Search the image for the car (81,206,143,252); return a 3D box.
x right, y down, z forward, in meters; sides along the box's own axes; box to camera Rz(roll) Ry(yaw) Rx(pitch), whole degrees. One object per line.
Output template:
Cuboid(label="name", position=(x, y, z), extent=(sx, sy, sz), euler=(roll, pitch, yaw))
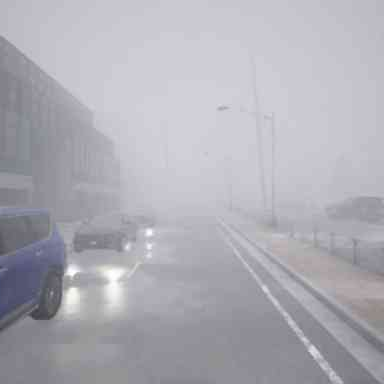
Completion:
Cuboid(label="car", position=(-3.599, 1.607, 14.664), extent=(1.882, 1.535, 5.008), euler=(0, 0, 0))

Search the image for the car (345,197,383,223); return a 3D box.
Cuboid(label="car", position=(14.158, 1.313, 25.126), extent=(3.866, 1.878, 1.905), euler=(0, -1, 0))

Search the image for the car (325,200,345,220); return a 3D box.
Cuboid(label="car", position=(13.745, 1.359, 28.031), extent=(4.605, 1.855, 1.932), euler=(0, -1, 0))

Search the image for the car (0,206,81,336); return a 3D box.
Cuboid(label="car", position=(-3.600, 1.262, 4.583), extent=(2.150, 2.045, 5.566), euler=(0, -1, 0))

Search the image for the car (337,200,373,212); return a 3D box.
Cuboid(label="car", position=(21.298, 1.783, 43.634), extent=(3.806, 1.475, 1.970), euler=(0, -1, 0))

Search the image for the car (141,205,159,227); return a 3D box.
Cuboid(label="car", position=(-3.582, 1.746, 24.986), extent=(1.812, 1.442, 4.674), euler=(0, -1, 0))

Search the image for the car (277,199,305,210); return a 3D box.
Cuboid(label="car", position=(13.877, 1.798, 46.612), extent=(3.633, 1.501, 1.845), euler=(0, -1, 0))
